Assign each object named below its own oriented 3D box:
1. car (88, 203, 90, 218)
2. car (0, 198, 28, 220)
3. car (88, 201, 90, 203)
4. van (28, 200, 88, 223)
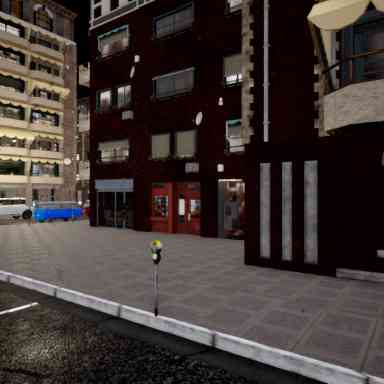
[{"bbox_3d":[-8.305,2.036,33.068,1.947,1.339,4.313,-1,-2,35],"label":"car"},{"bbox_3d":[-17.154,1.545,30.557,2.150,2.045,5.566,0,-1,34],"label":"car"},{"bbox_3d":[-11.419,2.078,38.607,1.994,1.385,4.181,0,-1,35],"label":"car"},{"bbox_3d":[-11.372,1.705,28.456,1.690,1.788,3.998,-1,-2,35],"label":"van"}]
